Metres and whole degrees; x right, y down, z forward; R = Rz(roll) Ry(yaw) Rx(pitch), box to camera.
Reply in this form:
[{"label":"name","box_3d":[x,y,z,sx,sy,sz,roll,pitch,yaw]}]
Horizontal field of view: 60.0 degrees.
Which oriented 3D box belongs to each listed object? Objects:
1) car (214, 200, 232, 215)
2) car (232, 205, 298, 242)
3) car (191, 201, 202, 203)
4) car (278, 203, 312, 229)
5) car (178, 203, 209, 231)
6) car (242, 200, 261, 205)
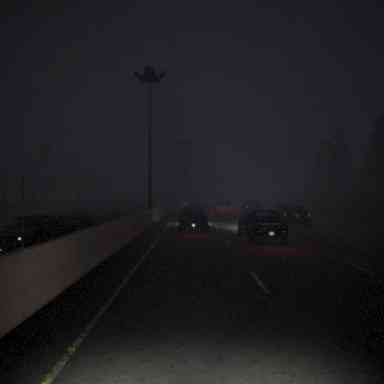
[{"label":"car","box_3d":[3.668,1.768,38.864,2.097,1.767,4.553,0,-1,1]},{"label":"car","box_3d":[3.598,1.680,17.435,2.128,1.511,4.902,0,0,0]},{"label":"car","box_3d":[0.595,1.988,46.242,2.128,1.511,4.902,0,-1,5]},{"label":"car","box_3d":[7.009,1.612,24.230,2.097,1.767,4.553,0,-1,0]},{"label":"car","box_3d":[0.098,1.747,22.396,1.837,1.490,4.892,0,0,0]},{"label":"car","box_3d":[7.207,1.780,40.062,2.097,1.767,4.553,0,-1,2]}]
